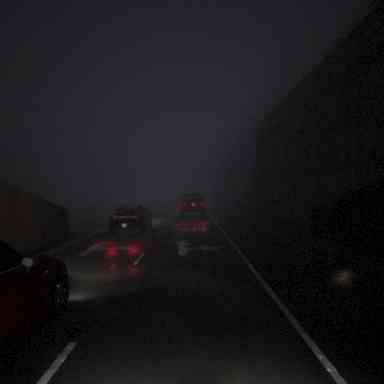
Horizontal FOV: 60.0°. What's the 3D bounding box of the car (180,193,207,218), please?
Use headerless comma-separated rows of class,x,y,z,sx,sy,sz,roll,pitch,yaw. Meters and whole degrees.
car,0.099,1.162,29.121,2.150,2.045,5.566,0,-1,0

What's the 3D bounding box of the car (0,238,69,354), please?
car,-3.402,1.343,4.554,2.097,1.767,4.553,0,0,0

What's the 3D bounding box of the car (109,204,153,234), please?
car,-3.402,1.459,19.087,2.128,1.511,4.902,0,0,0
